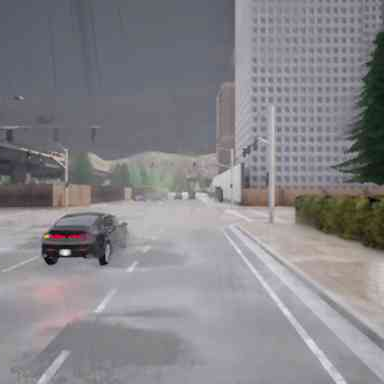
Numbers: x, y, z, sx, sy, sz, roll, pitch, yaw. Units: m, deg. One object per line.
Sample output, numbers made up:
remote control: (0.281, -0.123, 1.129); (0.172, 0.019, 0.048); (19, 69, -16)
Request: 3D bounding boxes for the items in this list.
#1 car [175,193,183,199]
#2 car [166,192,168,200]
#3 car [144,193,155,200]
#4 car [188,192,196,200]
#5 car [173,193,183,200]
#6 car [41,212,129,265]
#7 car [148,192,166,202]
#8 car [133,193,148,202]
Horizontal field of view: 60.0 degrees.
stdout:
car: (-3.538, 0.970, 91.680); (1.882, 1.535, 5.008); (0, 0, 0)
car: (-7.034, 0.920, 82.217); (2.150, 2.045, 5.566); (0, 0, 0)
car: (-10.534, 1.050, 82.204); (2.097, 1.767, 4.553); (0, 0, 0)
car: (-0.033, 1.289, 81.489); (1.895, 1.301, 4.718); (0, 0, 0)
car: (-3.533, 1.289, 81.489); (1.895, 1.301, 4.718); (0, 0, 0)
car: (-3.445, 1.457, 11.519); (1.837, 1.490, 4.892); (0, -1, 0)
car: (-7.034, 1.110, 66.803); (2.097, 1.767, 4.553); (0, 0, 0)
car: (-10.532, 1.265, 66.701); (2.128, 1.511, 4.902); (0, 0, 0)
